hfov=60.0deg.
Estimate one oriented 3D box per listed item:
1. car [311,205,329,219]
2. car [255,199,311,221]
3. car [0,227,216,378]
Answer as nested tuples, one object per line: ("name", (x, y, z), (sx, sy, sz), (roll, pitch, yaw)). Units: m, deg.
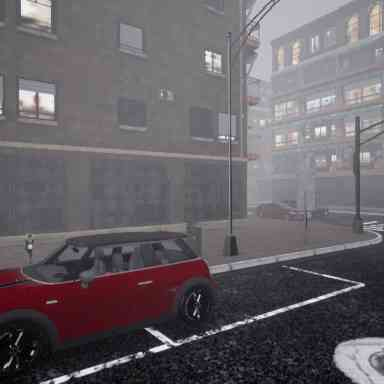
("car", (8.920, 1.348, 27.746), (1.882, 1.535, 5.008), (-1, 1, -35))
("car", (6.835, 1.473, 26.225), (1.802, 1.307, 4.206), (0, 0, -35))
("car", (-1.645, 1.440, 5.446), (4.097, 1.590, 1.967), (0, 0, -35))
